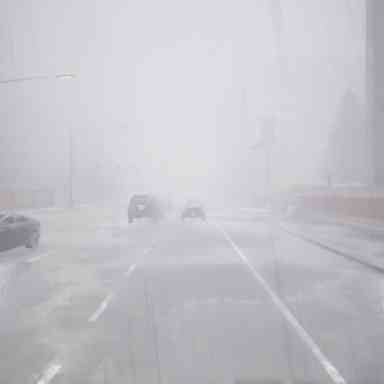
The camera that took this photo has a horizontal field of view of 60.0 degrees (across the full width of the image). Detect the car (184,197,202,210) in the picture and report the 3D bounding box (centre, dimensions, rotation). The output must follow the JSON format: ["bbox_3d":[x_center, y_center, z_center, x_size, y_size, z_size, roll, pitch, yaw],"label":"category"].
[{"bbox_3d":[0.104,1.443,42.143,2.128,1.511,4.902,0,0,0],"label":"car"}]

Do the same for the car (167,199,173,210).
[{"bbox_3d":[-3.398,1.553,41.845,1.895,1.301,4.718,0,0,0],"label":"car"}]

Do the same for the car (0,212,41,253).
[{"bbox_3d":[-7.072,1.479,11.640,2.128,1.511,4.902,0,0,0],"label":"car"}]

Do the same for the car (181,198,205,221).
[{"bbox_3d":[0.109,1.494,27.006,1.812,1.442,4.674,0,0,0],"label":"car"}]

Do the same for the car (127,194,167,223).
[{"bbox_3d":[-3.440,1.192,25.335,2.150,2.045,5.566,0,0,1],"label":"car"}]
